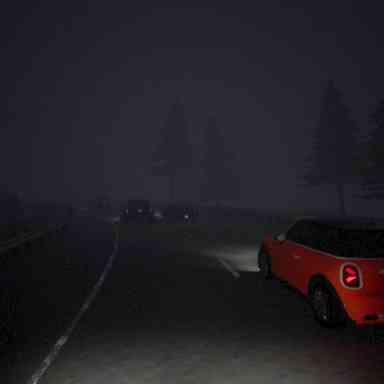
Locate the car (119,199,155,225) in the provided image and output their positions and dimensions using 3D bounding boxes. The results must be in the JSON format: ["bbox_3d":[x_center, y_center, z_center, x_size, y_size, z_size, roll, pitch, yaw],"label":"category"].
[{"bbox_3d":[-4.049,1.288,23.950,2.097,1.767,4.553,0,0,-17],"label":"car"}]

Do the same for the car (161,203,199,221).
[{"bbox_3d":[-1.107,1.519,26.370,1.895,1.301,4.718,0,0,-19],"label":"car"}]

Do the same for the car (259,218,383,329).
[{"bbox_3d":[2.977,1.319,7.110,2.097,1.767,4.553,0,0,-5],"label":"car"}]

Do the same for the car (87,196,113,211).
[{"bbox_3d":[-11.012,1.261,39.635,2.097,1.767,4.553,0,0,-29],"label":"car"}]
